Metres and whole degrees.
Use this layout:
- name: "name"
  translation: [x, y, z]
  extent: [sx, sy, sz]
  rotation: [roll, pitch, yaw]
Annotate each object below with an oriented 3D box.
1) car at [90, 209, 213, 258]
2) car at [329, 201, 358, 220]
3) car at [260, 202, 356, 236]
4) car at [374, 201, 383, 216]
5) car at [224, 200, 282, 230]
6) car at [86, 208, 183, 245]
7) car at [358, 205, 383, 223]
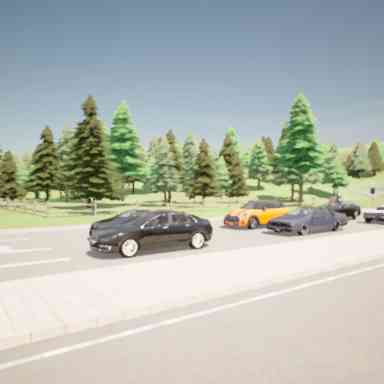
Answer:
- name: "car"
  translation: [-1.411, 1.494, 12.807]
  extent: [4.892, 1.490, 1.837]
  rotation: [0, 0, -36]
- name: "car"
  translation: [11.409, 1.449, 26.207]
  extent: [4.902, 1.511, 2.128]
  rotation: [0, 0, -35]
- name: "car"
  translation: [6.520, 1.520, 18.457]
  extent: [5.357, 1.411, 2.033]
  rotation: [0, 0, -36]
- name: "car"
  translation: [19.713, 1.541, 32.032]
  extent: [4.718, 1.301, 1.895]
  rotation: [0, 0, -35]
- name: "car"
  translation: [4.166, 1.325, 21.072]
  extent: [4.553, 1.767, 2.097]
  rotation: [0, 0, -35]
- name: "car"
  translation: [-2.759, 1.551, 16.131]
  extent: [4.181, 1.385, 1.994]
  rotation: [0, 0, -35]
- name: "car"
  translation: [14.338, 1.556, 24.003]
  extent: [4.718, 1.301, 1.895]
  rotation: [0, 0, -35]
